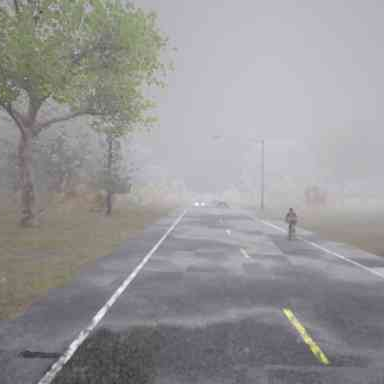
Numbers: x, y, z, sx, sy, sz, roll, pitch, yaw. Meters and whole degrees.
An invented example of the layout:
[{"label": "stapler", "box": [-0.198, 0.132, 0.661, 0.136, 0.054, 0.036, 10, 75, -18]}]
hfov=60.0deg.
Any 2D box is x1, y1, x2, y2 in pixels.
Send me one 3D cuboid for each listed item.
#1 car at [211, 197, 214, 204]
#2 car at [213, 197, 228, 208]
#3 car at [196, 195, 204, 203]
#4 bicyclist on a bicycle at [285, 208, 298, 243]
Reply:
[{"label": "car", "box": [5.224, 1.828, 72.267, 1.812, 1.442, 4.674, 1, 0, 1]}, {"label": "car", "box": [4.879, 1.775, 54.316, 1.812, 1.442, 4.674, 1, 0, 1]}, {"label": "car", "box": [1.791, 1.848, 75.079, 1.895, 1.301, 4.718, 1, 0, 1]}, {"label": "bicyclist on a bicycle", "box": [4.798, 1.589, 16.035, 0.582, 1.620, 1.656, 1, -1, 1]}]
